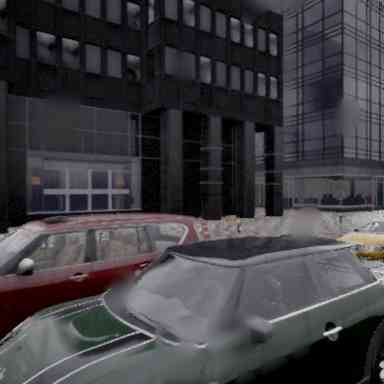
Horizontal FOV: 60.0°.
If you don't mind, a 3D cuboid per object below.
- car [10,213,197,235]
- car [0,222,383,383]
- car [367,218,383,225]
[{"bbox_3d":[-1.946,1.315,5.264,5.009,1.841,2.192,0,0,-35],"label":"car"},{"bbox_3d":[0.287,1.352,3.578,4.553,1.767,2.097,0,0,-35],"label":"car"},{"bbox_3d":[6.751,1.531,11.466,4.829,1.417,1.752,0,0,-35],"label":"car"}]
